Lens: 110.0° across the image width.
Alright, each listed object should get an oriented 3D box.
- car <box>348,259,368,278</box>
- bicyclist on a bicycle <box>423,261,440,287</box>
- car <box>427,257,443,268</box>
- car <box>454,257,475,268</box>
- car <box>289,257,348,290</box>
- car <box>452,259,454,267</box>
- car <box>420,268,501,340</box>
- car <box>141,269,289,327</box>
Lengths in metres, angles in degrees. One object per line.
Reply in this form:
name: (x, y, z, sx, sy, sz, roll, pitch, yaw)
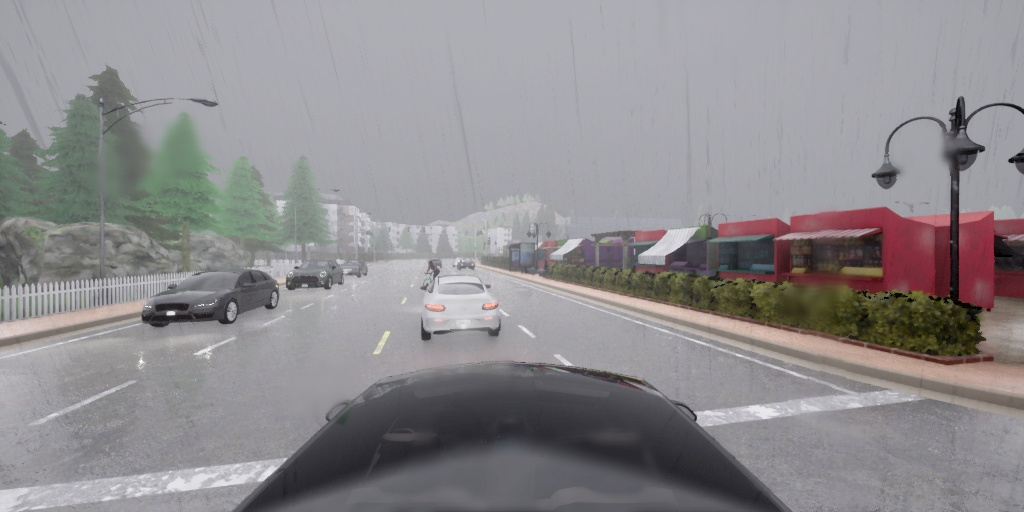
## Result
car: (-13.627, 1.033, 30.681, 2.128, 1.511, 4.902, 0, 0, -13)
bicyclist on a bicycle: (-4.333, 1.078, 19.607, 0.582, 1.620, 1.656, 0, 1, 25)
car: (-10.919, 0.897, 50.798, 1.837, 1.490, 4.892, 0, 0, -13)
car: (-5.677, 1.047, 43.744, 1.895, 1.301, 4.718, 0, 0, -13)
car: (-11.417, 0.965, 21.062, 2.097, 1.767, 4.553, 0, 0, -13)
car: (-7.706, 0.905, 52.624, 1.812, 1.442, 4.674, 0, 0, -13)
car: (-1.487, 1.225, 9.761, 1.812, 1.442, 4.674, 0, 0, -12)
car: (-9.201, 1.190, 11.465, 1.837, 1.490, 4.892, 0, 0, -13)
